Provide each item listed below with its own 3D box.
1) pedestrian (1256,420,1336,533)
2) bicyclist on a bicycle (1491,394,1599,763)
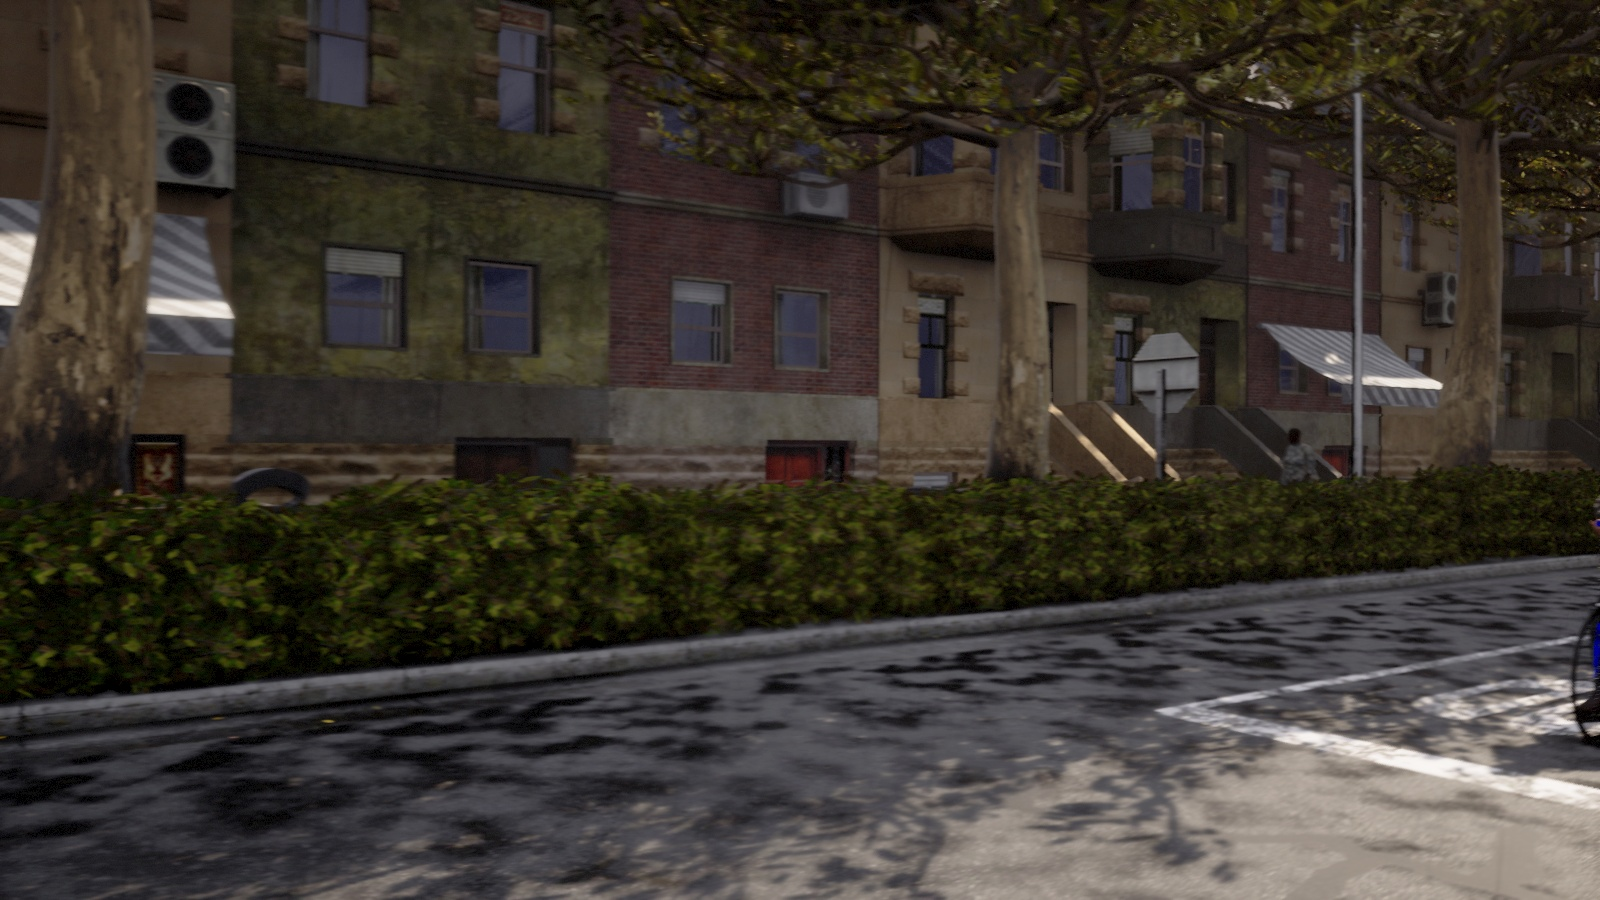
[{"bbox_3d":[8.352,0.436,21.154,0.900,1.855,0.874,0,0,-31],"label":"pedestrian"},{"bbox_3d":[4.493,0.622,6.739,1.843,1.776,0.659,0,0,-36],"label":"bicyclist on a bicycle"}]
